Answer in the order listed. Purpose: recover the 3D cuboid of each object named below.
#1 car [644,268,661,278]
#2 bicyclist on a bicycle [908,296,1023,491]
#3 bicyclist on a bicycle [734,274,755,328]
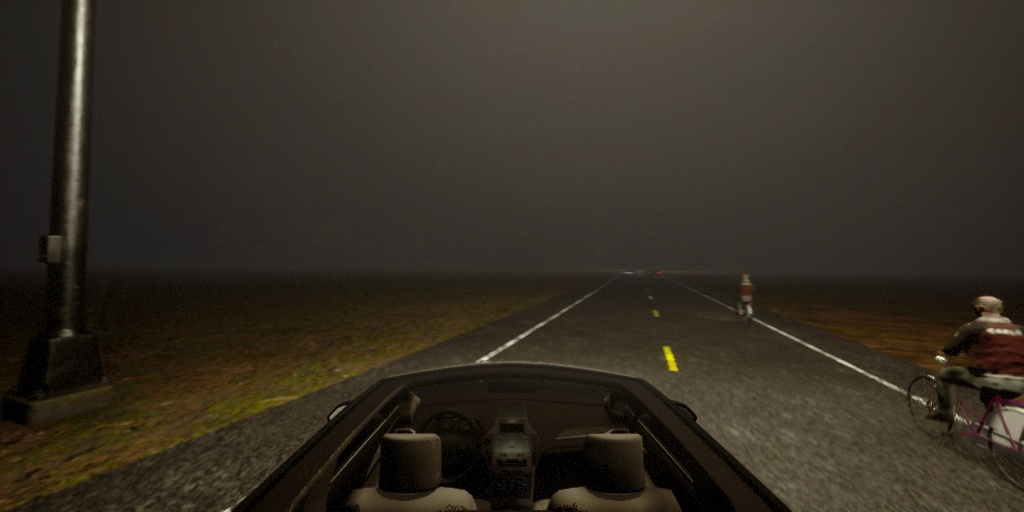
[{"bbox_3d":[22.313,2.653,56.390,2.033,1.411,5.357,2,-1,19],"label":"car"},{"bbox_3d":[4.892,1.294,3.835,0.659,1.776,1.843,2,0,20],"label":"bicyclist on a bicycle"},{"bbox_3d":[7.909,1.485,12.278,0.659,1.776,1.843,2,0,20],"label":"bicyclist on a bicycle"}]
